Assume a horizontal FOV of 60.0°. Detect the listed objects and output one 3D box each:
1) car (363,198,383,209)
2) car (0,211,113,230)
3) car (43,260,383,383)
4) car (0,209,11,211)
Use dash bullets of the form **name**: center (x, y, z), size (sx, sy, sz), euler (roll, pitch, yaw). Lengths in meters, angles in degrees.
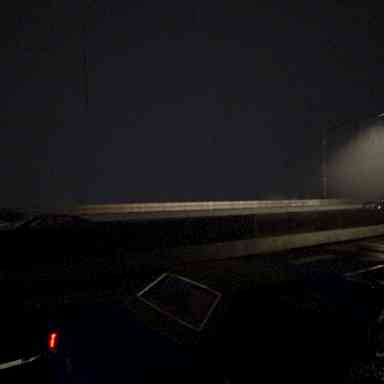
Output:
- **car**: center (23.193, 1.476, 41.314), size (5.008, 1.535, 1.882), euler (0, 0, -34)
- **car**: center (-5.613, 1.541, 12.877), size (5.357, 1.411, 2.033), euler (0, 0, -35)
- **car**: center (0.789, 1.595, 4.295), size (4.718, 1.301, 1.895), euler (0, 0, -35)
- **car**: center (-8.718, 1.596, 14.961), size (4.718, 1.301, 1.895), euler (0, 0, -35)
